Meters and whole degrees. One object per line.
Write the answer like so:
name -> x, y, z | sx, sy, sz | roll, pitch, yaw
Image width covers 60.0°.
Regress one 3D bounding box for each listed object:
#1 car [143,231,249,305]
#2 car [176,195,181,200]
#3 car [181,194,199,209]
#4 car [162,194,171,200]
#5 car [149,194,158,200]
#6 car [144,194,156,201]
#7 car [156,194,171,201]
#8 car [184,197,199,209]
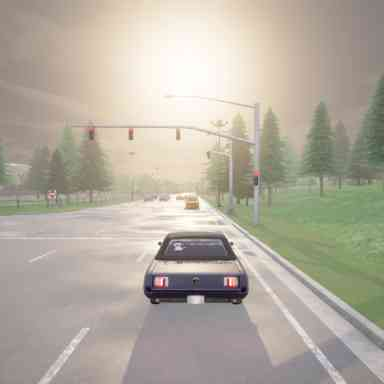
car -> 0.090, 1.601, 8.057 | 1.895, 1.301, 4.718 | 0, 0, 0
car -> -3.378, 1.553, 91.183 | 1.994, 1.385, 4.181 | 0, 0, 0
car -> -0.082, 1.092, 46.207 | 1.882, 1.535, 5.008 | -3, 16, -4
car -> -6.879, 1.372, 90.774 | 2.033, 1.411, 5.357 | 0, 0, 0
car -> -10.379, 1.332, 90.779 | 1.837, 1.490, 4.892 | 0, 0, 0
car -> -10.393, 1.531, 80.359 | 2.033, 1.411, 5.357 | 0, 0, 0
car -> -6.893, 1.531, 80.354 | 2.033, 1.411, 5.357 | 0, 0, 0
car -> -0.017, 1.576, 49.725 | 2.033, 1.411, 5.357 | -1, 1, 1
